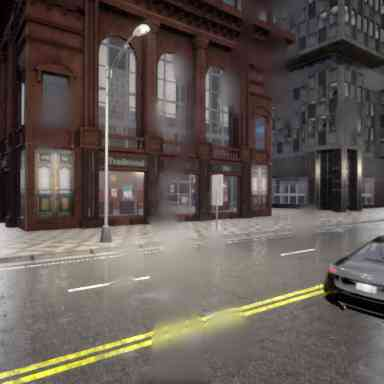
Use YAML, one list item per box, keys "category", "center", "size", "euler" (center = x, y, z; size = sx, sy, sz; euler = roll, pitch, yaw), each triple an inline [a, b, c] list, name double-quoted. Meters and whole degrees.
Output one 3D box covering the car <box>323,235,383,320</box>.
- category: "car"
  center: [4.528, 1.560, 6.681]
  size: [4.181, 1.385, 1.994]
  euler: [0, 0, -35]
